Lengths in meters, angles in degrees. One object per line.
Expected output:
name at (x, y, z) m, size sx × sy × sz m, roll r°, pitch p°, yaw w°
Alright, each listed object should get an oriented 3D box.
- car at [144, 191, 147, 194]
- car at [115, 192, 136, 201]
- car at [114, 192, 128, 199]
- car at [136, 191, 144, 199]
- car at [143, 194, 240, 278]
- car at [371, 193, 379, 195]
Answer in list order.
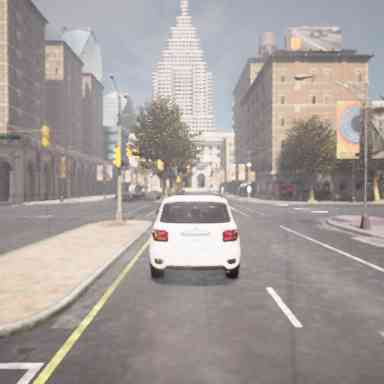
car at (-11.852, 0.498, 79.556) m, size 1.837 × 1.490 × 4.892 m, roll 0°, pitch 1°, yaw 0°
car at (-11.817, 0.758, 59.322) m, size 1.837 × 1.490 × 4.892 m, roll 0°, pitch 1°, yaw 0°
car at (-15.062, 0.705, 70.695) m, size 1.895 × 1.301 × 4.718 m, roll 0°, pitch 1°, yaw 0°
car at (-11.806, 0.722, 69.376) m, size 1.895 × 1.301 × 4.718 m, roll 0°, pitch 1°, yaw 0°
car at (0.060, 1.095, 9.876) m, size 2.150 × 2.045 × 5.566 m, roll 0°, pitch 1°, yaw 0°
car at (37.626, 0.567, 72.324) m, size 2.231 × 1.521 × 4.892 m, roll 0°, pitch 1°, yaw 0°
